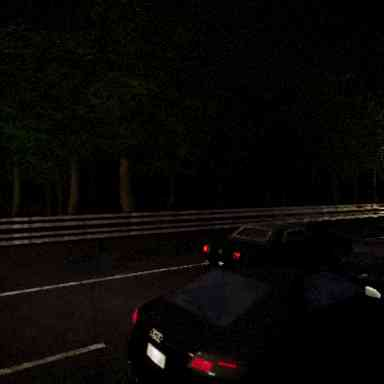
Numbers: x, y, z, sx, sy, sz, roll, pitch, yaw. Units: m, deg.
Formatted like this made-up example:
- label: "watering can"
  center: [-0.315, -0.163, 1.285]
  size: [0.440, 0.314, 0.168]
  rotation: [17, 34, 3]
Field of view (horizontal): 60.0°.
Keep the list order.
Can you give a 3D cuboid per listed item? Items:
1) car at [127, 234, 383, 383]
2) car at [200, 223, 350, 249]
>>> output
- label: "car"
  center: [1.301, 1.554, 4.370]
  size: [4.181, 1.385, 1.994]
  rotation: [0, 0, -35]
- label: "car"
  center: [2.631, 1.581, 9.732]
  size: [4.718, 1.301, 1.895]
  rotation: [0, 0, -34]
